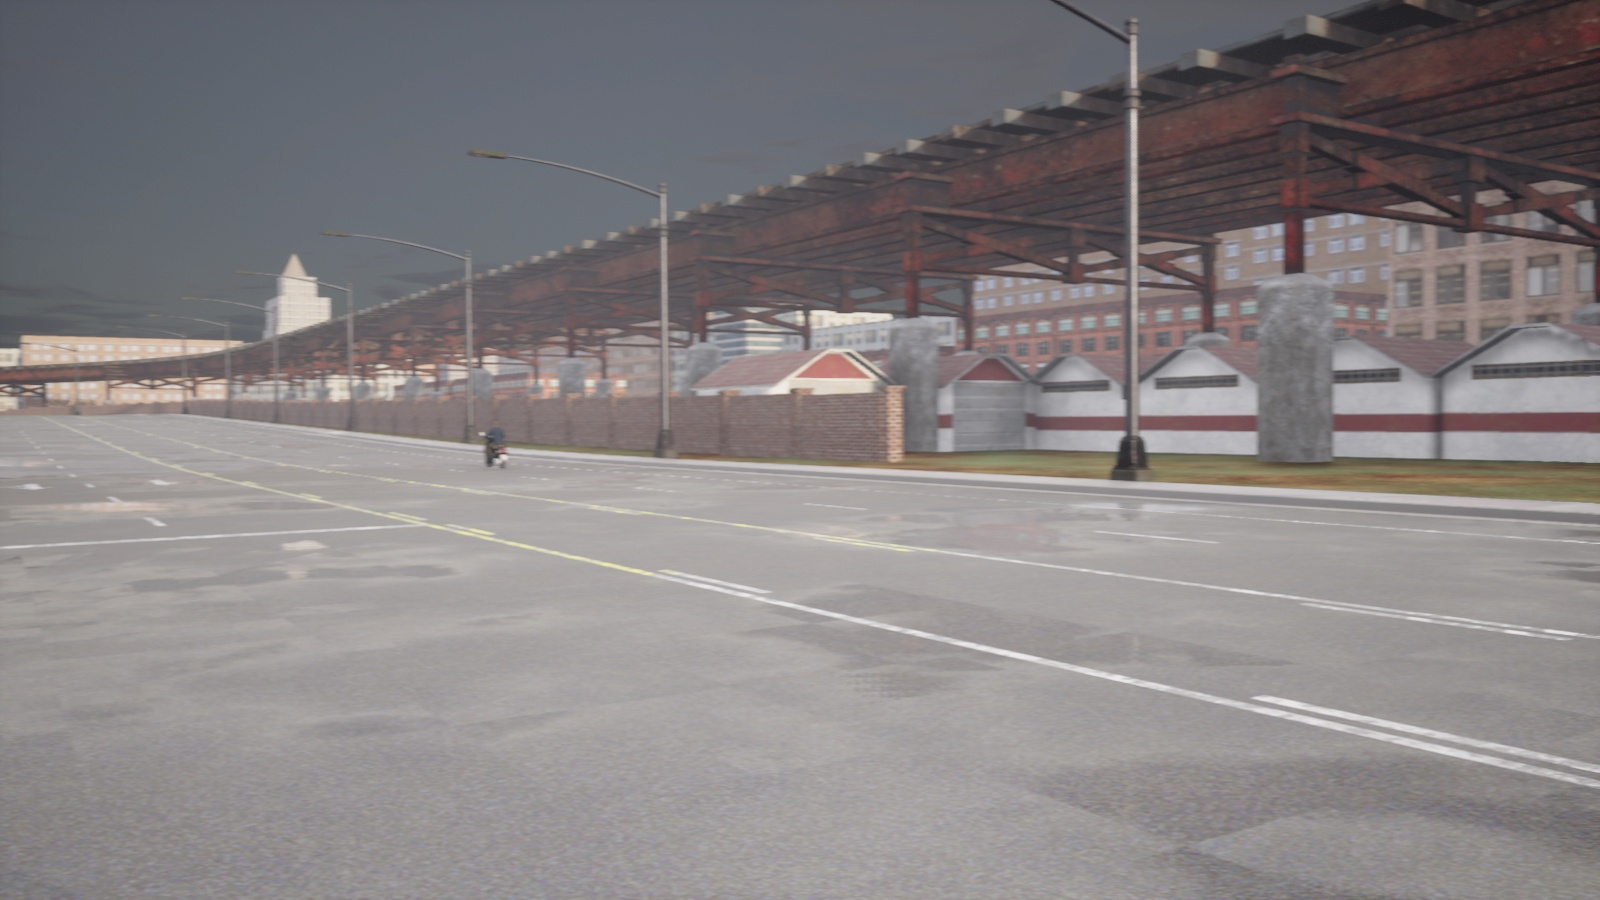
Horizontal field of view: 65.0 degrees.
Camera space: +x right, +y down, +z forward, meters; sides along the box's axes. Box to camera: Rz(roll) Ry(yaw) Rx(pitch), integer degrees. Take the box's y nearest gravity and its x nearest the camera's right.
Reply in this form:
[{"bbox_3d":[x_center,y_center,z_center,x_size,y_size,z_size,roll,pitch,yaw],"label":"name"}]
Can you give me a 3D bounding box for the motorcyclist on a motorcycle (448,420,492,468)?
[{"bbox_3d":[-11.163,-0.232,42.453,0.866,1.590,1.817,-1,2,-34],"label":"motorcyclist on a motorcycle"}]
